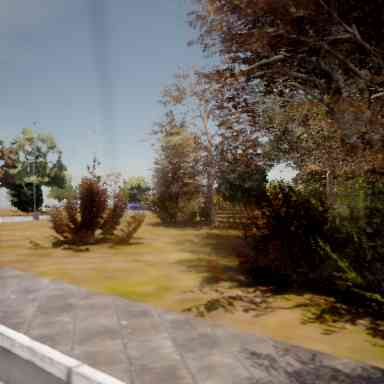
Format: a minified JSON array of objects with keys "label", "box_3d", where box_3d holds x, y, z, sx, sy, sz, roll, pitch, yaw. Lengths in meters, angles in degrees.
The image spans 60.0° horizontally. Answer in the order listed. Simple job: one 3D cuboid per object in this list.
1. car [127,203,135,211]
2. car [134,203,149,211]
[{"label":"car","box_3d":[-11.412,2.875,62.770,1.882,1.535,5.008,-3,-3,33]},{"label":"car","box_3d":[-8.069,2.788,61.495,1.994,1.385,4.181,-3,-2,33]}]
